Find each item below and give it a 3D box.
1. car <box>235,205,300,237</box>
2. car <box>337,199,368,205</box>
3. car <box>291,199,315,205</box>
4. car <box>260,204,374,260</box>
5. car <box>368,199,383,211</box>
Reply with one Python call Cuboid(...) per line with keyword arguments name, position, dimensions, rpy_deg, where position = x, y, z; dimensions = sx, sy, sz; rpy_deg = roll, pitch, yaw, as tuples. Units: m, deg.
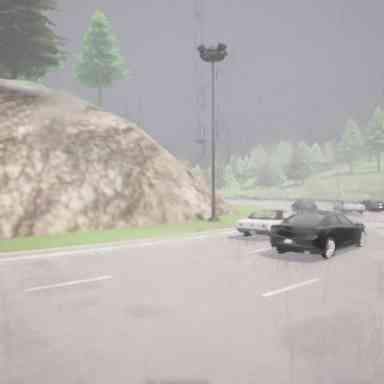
Cuboid(name="car", position=(4.236, 1.544, 16.851), dimensions=(1.895, 1.301, 4.718), rpy_deg=(0, 0, 41))
Cuboid(name="car", position=(15.289, 1.458, 32.767), dimensions=(1.895, 1.301, 4.718), rpy_deg=(0, 0, 10))
Cuboid(name="car", position=(12.112, 1.427, 36.199), dimensions=(1.994, 1.385, 4.181), rpy_deg=(0, 0, 5))
Cuboid(name="car", position=(4.860, 1.428, 12.472), dimensions=(5.008, 1.535, 1.882), rpy_deg=(0, 1, -45))
Cuboid(name="car", position=(19.012, 1.400, 35.117), dimensions=(1.994, 1.385, 4.181), rpy_deg=(0, 0, 6))
